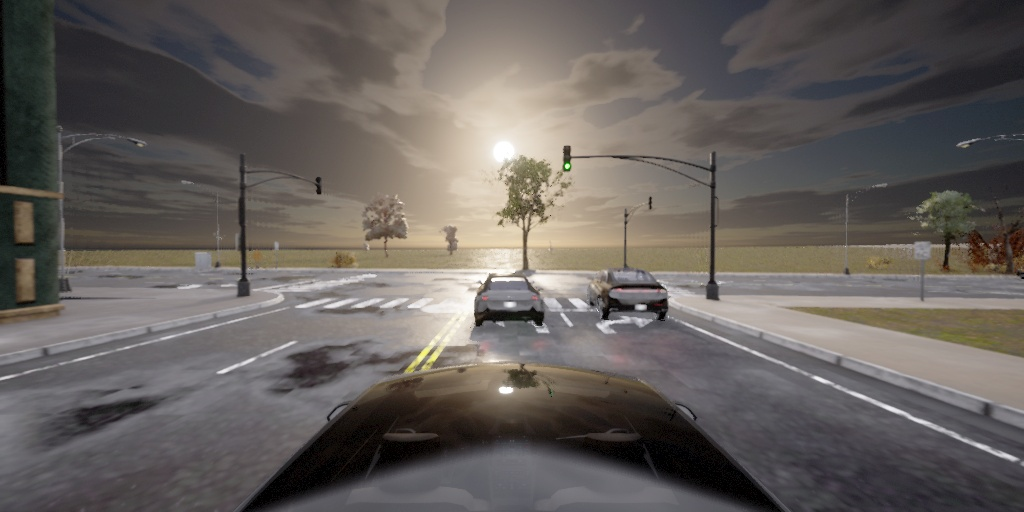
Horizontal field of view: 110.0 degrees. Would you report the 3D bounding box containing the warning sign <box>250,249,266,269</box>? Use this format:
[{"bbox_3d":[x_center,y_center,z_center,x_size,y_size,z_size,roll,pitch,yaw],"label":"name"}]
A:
[{"bbox_3d":[-23.463,0.266,32.983,1.060,1.860,1.300,0,0,1],"label":"warning sign"}]

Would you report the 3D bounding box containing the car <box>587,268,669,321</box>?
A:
[{"bbox_3d":[3.662,1.134,11.974,2.128,1.511,4.902,0,1,5],"label":"car"}]

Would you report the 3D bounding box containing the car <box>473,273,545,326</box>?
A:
[{"bbox_3d":[-0.167,1.212,11.302,1.994,1.385,4.181,0,0,-3],"label":"car"}]

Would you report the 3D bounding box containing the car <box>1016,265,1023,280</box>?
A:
[{"bbox_3d":[44.039,1.057,28.469,5.566,2.045,2.150,1,1,2],"label":"car"}]
